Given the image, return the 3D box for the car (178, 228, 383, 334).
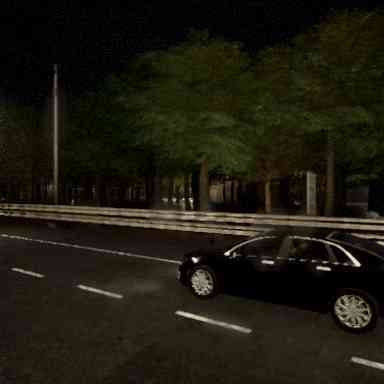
[{"bbox_3d":[1.931,1.506,6.792,4.892,1.490,1.837,0,0,35],"label":"car"}]
